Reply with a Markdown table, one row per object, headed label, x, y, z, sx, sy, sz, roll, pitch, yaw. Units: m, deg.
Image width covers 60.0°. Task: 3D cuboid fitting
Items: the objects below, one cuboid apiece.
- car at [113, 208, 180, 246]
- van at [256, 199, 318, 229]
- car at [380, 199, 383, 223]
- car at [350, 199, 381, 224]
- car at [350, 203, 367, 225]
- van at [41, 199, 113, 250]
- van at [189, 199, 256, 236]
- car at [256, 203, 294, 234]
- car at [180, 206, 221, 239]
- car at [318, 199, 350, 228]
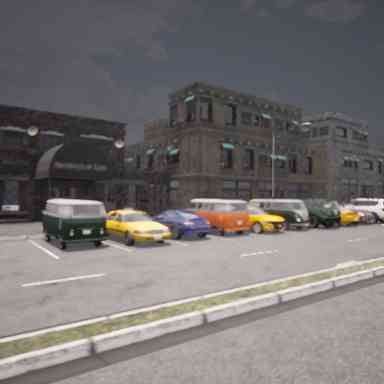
| label | x | y | z | sx | sy | sz | roll | pitch | yaw |
| --- | --- | --- | --- | --- | --- | --- | --- | --- | --- |
| car | -2.987 | 1.582 | 16.264 | 1.946 | 1.575 | 5.366 | 1 | -1 | -36 |
| van | 5.943 | 1.498 | 22.742 | 1.878 | 1.987 | 4.442 | 1 | -1 | -36 |
| car | 14.829 | 1.610 | 29.282 | 2.435 | 2.045 | 5.566 | 1 | -1 | -36 |
| car | 12.684 | 1.704 | 27.749 | 2.185 | 1.767 | 4.553 | 1 | -1 | -36 |
| car | 10.462 | 1.795 | 26.114 | 2.097 | 1.535 | 5.008 | 1 | -1 | -36 |
| van | -5.403 | 1.326 | 14.905 | 1.878 | 1.987 | 4.442 | 1 | 0 | -36 |
| van | 1.323 | 1.427 | 19.721 | 1.878 | 1.987 | 4.442 | 1 | -1 | -36 |
| car | 3.628 | 1.688 | 21.234 | 2.097 | 1.535 | 5.008 | 1 | -1 | -36 |
| car | -0.851 | 1.659 | 18.017 | 2.002 | 1.452 | 4.674 | 1 | 0 | -36 |
| car | 8.101 | 1.508 | 24.465 | 2.435 | 2.045 | 5.566 | 1 | -1 | -36 |
